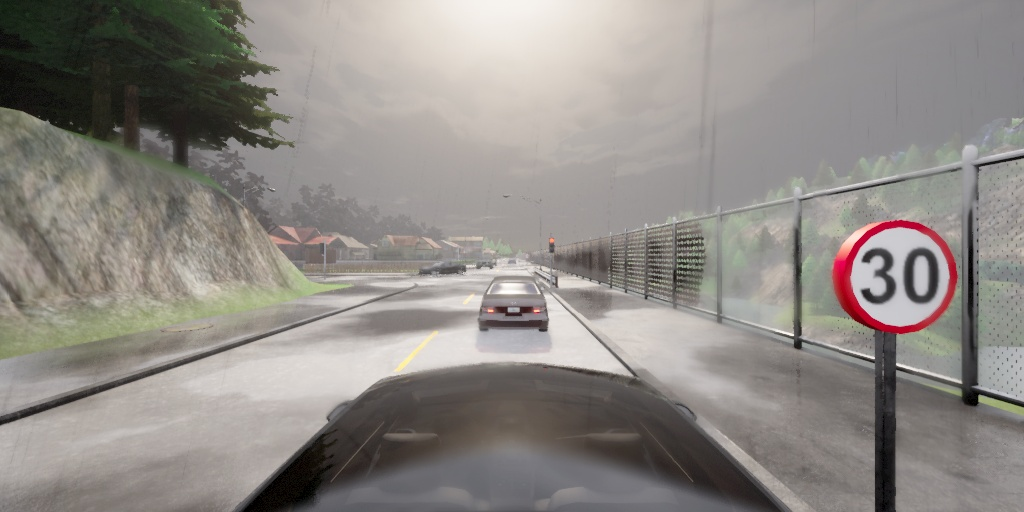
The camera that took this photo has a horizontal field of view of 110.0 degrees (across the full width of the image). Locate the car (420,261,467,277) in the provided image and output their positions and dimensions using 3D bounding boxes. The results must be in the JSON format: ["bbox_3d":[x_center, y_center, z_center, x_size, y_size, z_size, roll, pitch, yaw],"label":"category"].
[{"bbox_3d":[-6.779,1.228,35.666,1.882,1.535,5.008,3,2,43],"label":"car"}]

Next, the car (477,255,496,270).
[{"bbox_3d":[-4.069,0.963,54.719,2.150,2.045,5.566,0,1,0],"label":"car"}]

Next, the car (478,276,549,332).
[{"bbox_3d":[0.052,1.297,10.835,2.033,1.411,5.357,0,0,0],"label":"car"}]
